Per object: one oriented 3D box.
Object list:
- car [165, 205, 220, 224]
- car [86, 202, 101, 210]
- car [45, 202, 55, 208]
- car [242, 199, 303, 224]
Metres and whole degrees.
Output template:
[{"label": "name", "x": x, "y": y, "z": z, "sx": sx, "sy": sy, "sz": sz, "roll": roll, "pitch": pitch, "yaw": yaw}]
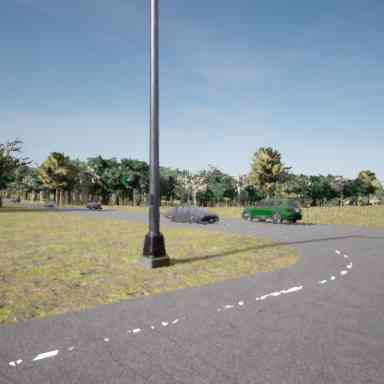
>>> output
[{"label": "car", "x": -0.117, "y": 1.755, "z": 26.364, "sx": 2.033, "sy": 1.411, "sz": 5.357, "roll": 3, "pitch": -3, "yaw": -36}, {"label": "car", "x": -19.268, "y": 2.813, "z": 64.969, "sx": 1.837, "sy": 1.490, "sz": 4.892, "roll": 3, "pitch": -3, "yaw": -36}, {"label": "car", "x": -32.473, "y": 2.952, "z": 75.817, "sx": 2.033, "sy": 1.411, "sz": 5.357, "roll": 2, "pitch": -2, "yaw": -28}, {"label": "car", "x": 6.828, "y": 1.667, "z": 28.685, "sx": 2.150, "sy": 2.045, "sz": 5.566, "roll": 3, "pitch": -3, "yaw": -36}]
